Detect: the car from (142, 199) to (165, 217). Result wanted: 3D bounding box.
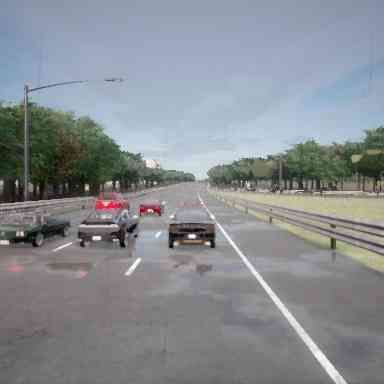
[{"bbox_3d":[-3.501,1.322,29.641,1.882,1.535,5.008,0,1,0],"label":"car"}]

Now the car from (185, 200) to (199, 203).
[{"bbox_3d":[-0.001,1.410,29.642,1.994,1.385,4.181,0,1,0],"label":"car"}]

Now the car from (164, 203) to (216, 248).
[{"bbox_3d":[0.000,1.458,14.647,1.882,1.535,5.008,0,0,0],"label":"car"}]

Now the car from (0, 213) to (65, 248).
[{"bbox_3d":[-7.000,1.589,14.678,1.895,1.301,4.718,0,0,0],"label":"car"}]

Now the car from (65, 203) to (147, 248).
[{"bbox_3d":[-3.500,1.468,14.647,2.128,1.511,4.902,0,0,0],"label":"car"}]

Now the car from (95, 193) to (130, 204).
[{"bbox_3d":[-7.000,1.095,29.668,2.150,2.045,5.566,0,1,0],"label":"car"}]
